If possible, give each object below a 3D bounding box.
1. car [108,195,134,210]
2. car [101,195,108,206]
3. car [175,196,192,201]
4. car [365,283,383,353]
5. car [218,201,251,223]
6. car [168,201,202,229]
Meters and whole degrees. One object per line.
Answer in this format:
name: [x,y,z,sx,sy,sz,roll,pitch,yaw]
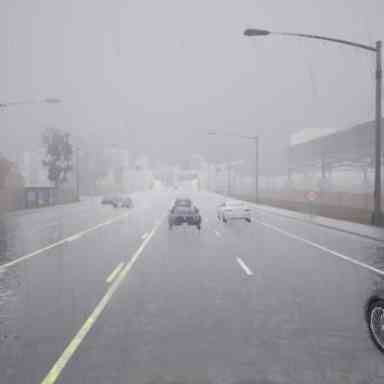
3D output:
car: [-8.225,1.286,40.052,2.128,1.511,4.902,-1,0,-1]
car: [-11.970,1.179,49.021,1.882,1.535,5.008,-1,1,-1]
car: [-1.029,1.237,39.728,2.163,1.488,4.792,-1,1,-2]
car: [3.512,1.474,3.019,1.812,1.442,4.674,0,0,-1]
car: [2.948,1.352,23.722,1.812,1.442,4.674,-1,0,-2]
car: [-0.458,1.477,20.495,1.895,1.301,4.718,-1,0,-2]
